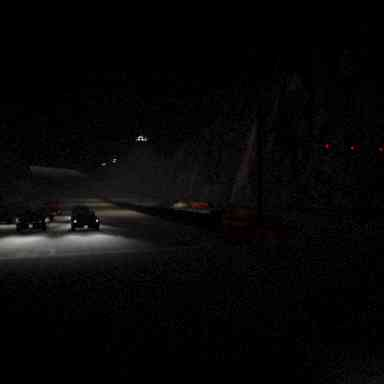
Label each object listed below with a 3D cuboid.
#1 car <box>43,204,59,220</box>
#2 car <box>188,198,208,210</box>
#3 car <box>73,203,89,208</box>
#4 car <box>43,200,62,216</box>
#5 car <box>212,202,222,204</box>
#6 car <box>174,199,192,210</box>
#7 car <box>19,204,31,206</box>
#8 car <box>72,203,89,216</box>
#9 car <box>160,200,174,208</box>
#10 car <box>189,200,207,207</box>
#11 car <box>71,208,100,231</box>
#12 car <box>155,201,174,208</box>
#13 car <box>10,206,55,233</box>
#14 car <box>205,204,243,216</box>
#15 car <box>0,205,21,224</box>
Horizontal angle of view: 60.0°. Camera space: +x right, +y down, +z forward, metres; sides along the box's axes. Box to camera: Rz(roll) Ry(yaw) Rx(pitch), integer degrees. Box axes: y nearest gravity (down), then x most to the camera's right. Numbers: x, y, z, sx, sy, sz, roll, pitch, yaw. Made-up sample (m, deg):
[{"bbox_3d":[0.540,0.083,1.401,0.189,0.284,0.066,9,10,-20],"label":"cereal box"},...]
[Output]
[{"bbox_3d":[-14.593,2.226,33.041,1.812,1.442,4.674,0,-1,-19],"label":"car"},{"bbox_3d":[1.311,2.317,61.924,2.097,1.767,4.553,0,0,-19],"label":"car"},{"bbox_3d":[-11.206,2.191,33.966,2.128,1.511,4.902,0,-1,-19],"label":"car"},{"bbox_3d":[-18.748,2.078,44.866,2.150,2.045,5.566,0,0,-19],"label":"car"},{"bbox_3d":[4.593,2.570,63.142,1.895,1.301,4.718,0,0,-19],"label":"car"},{"bbox_3d":[-1.998,2.487,60.783,1.812,1.442,4.674,0,0,-19],"label":"car"},{"bbox_3d":[-21.876,2.341,43.207,2.128,1.511,4.902,0,0,-19],"label":"car"},{"bbox_3d":[-15.366,2.351,45.800,2.128,1.511,4.902,0,0,-19],"label":"car"},{"bbox_3d":[-5.324,2.520,70.222,1.994,1.385,4.181,0,0,-19],"label":"car"},{"bbox_3d":[1.278,2.516,72.548,2.033,1.411,5.357,0,0,-19],"label":"car"},{"bbox_3d":[-8.083,2.140,25.178,1.895,1.301,4.718,0,-1,-20],"label":"car"},{"bbox_3d":[-5.313,2.435,59.676,1.882,1.535,5.008,0,0,-19],"label":"car"},{"bbox_3d":[-11.490,2.032,24.317,2.128,1.511,4.902,0,-1,-20],"label":"car"},{"bbox_3d":[3.449,2.252,35.115,1.895,1.301,4.718,0,-1,-20],"label":"car"},{"bbox_3d":[-17.667,2.210,31.258,1.812,1.442,4.674,0,-1,-19],"label":"car"}]
